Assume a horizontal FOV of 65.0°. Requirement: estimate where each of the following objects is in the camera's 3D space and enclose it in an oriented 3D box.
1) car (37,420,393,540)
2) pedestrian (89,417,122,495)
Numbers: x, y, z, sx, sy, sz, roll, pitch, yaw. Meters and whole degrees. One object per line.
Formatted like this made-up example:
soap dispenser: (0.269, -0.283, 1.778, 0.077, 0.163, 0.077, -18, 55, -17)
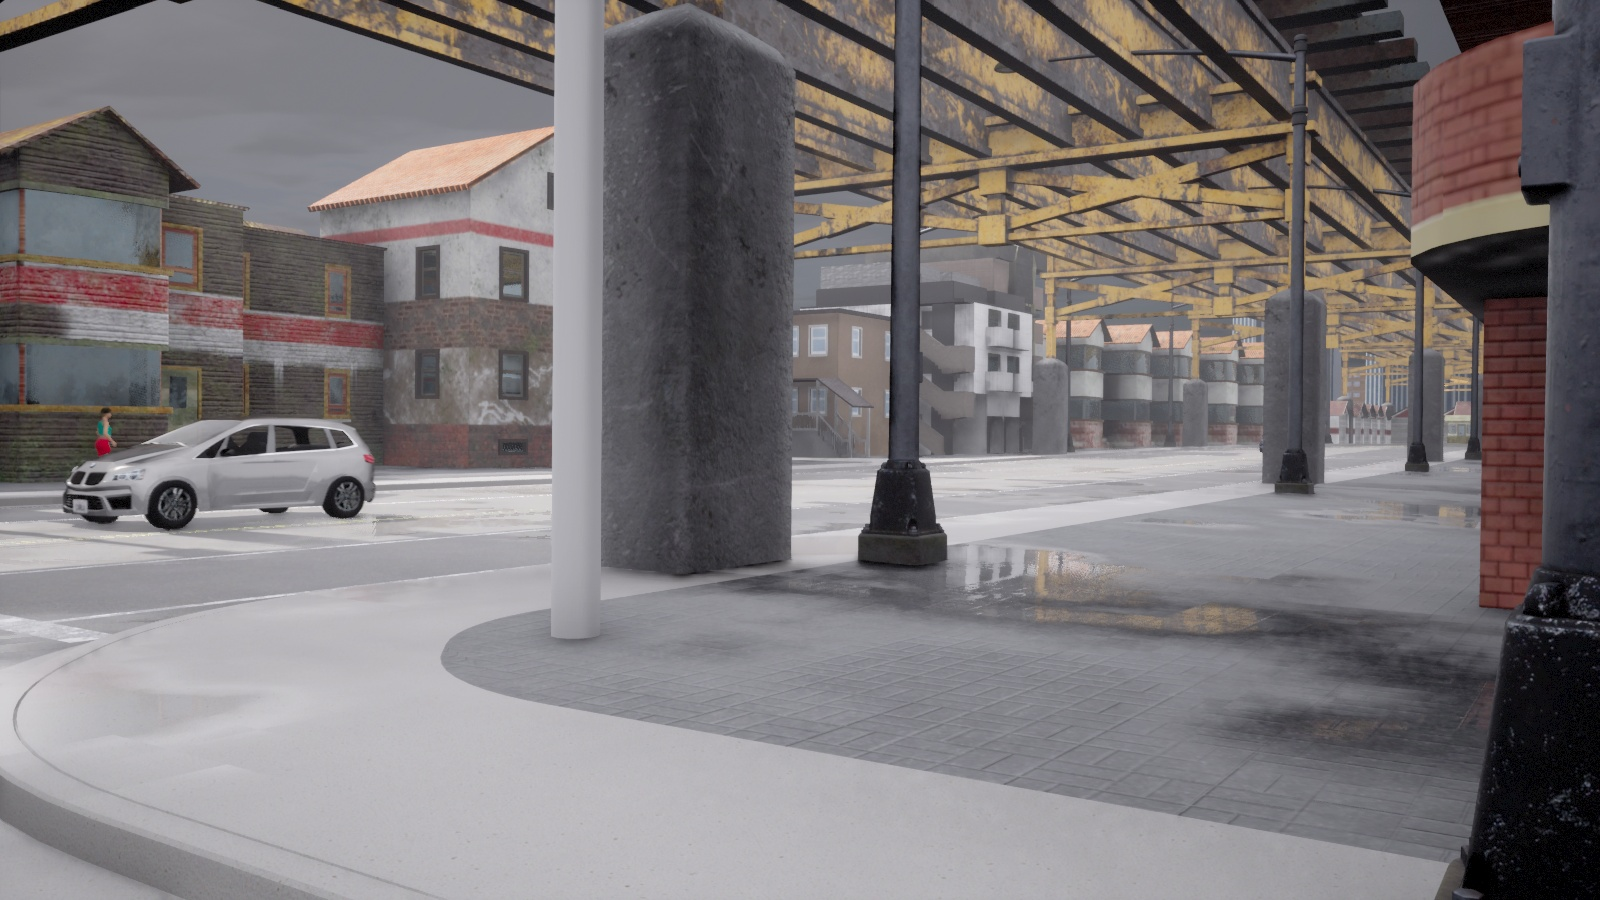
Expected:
car: (-9.115, 0.387, 19.969, 2.242, 1.667, 4.611, 0, 1, 33)
pedestrian: (-16.550, 0.138, 29.930, 0.345, 1.836, 0.594, 0, 1, 40)
